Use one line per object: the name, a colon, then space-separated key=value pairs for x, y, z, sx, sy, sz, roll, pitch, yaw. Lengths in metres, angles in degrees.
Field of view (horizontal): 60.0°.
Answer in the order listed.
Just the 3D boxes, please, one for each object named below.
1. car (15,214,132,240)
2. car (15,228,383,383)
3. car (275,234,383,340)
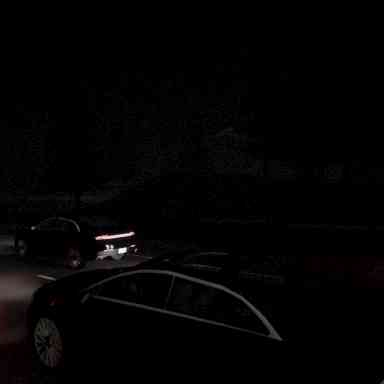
car: x=-3.989 y=1.477 z=11.036 sx=4.902 sy=1.511 sz=2.128 roll=0 pitch=0 yaw=35
car: x=-0.078 y=1.490 z=4.040 sx=4.902 sy=1.511 sz=2.128 roll=0 pitch=0 yaw=35
car: x=3.982 y=1.601 z=5.455 sx=4.718 sy=1.301 sz=1.895 roll=0 pitch=0 yaw=35
